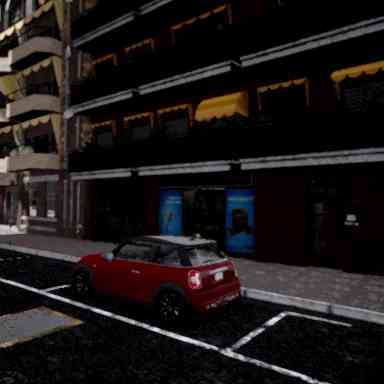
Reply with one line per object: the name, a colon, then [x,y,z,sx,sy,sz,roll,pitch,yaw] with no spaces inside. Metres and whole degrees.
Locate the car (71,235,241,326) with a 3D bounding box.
car: [-1.016,1.716,7.755,4.097,1.590,1.967,-1,-3,37]
